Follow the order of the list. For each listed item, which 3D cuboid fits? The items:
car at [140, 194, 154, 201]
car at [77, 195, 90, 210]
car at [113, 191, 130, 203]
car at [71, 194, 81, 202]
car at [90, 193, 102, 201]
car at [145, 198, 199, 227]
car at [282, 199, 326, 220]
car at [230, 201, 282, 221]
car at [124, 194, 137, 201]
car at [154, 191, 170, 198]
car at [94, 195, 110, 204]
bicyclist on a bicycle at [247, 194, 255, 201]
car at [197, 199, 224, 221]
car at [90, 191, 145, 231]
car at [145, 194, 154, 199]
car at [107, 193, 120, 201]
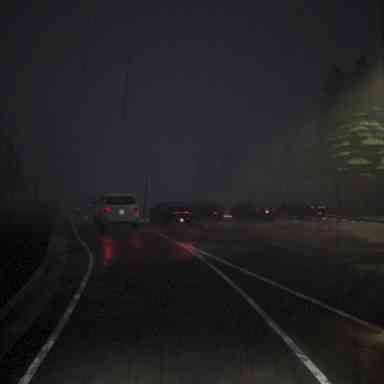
[{"bbox_3d":[-9.601,1.097,70.837,1.895,1.301,4.718,0,0,-21],"label":"car"},{"bbox_3d":[-12.001,1.372,38.939,1.994,1.385,4.181,0,0,-21],"label":"car"},{"bbox_3d":[-12.611,0.902,59.355,2.150,2.045,5.566,0,0,-21],"label":"car"},{"bbox_3d":[-23.077,1.184,66.851,1.837,1.490,4.892,0,0,-21],"label":"car"},{"bbox_3d":[-19.515,1.050,67.355,1.882,1.535,5.008,0,0,-21],"label":"car"},{"bbox_3d":[-1.481,1.372,21.751,1.837,1.490,4.892,0,0,-21],"label":"car"},{"bbox_3d":[8.184,1.286,25.861,2.128,1.511,4.902,0,0,-21],"label":"car"},{"bbox_3d":[4.590,1.378,25.440,1.994,1.385,4.181,0,0,-21],"label":"car"},{"bbox_3d":[-12.848,1.078,69.529,1.994,1.385,4.181,0,0,-21],"label":"car"},{"bbox_3d":[-5.792,0.858,61.140,2.150,2.045,5.566,0,0,-21],"label":"car"},{"bbox_3d":[-15.692,1.254,57.630,2.033,1.411,5.357,0,0,-21],"label":"car"},{"bbox_3d":[7.004,1.012,39.700,1.656,1.620,0.582,-1,1,-21],"label":"bicyclist on a bicycle"},{"bbox_3d":[0.722,1.309,25.709,1.882,1.535,5.008,0,0,-21],"label":"car"},{"bbox_3d":[-4.719,1.114,20.307,2.150,2.045,5.566,0,0,-21],"label":"car"},{"bbox_3d":[-9.037,1.208,59.834,2.033,1.411,5.357,0,0,-21],"label":"car"},{"bbox_3d":[-16.258,1.048,68.636,1.837,1.490,4.892,0,0,-21],"label":"car"}]
